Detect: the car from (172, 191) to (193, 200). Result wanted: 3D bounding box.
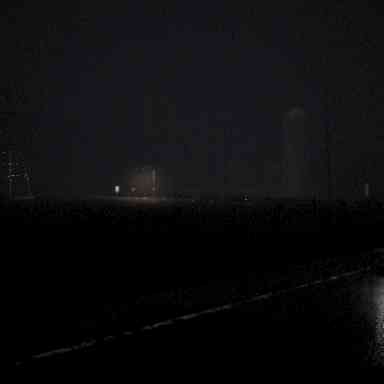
[{"bbox_3d":[-1.938,0.747,68.211,2.033,1.411,5.357,-1,1,-36],"label":"car"}]

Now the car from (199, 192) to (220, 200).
[{"bbox_3d":[3.383,0.777,65.598,2.097,1.767,4.553,-1,1,-35],"label":"car"}]

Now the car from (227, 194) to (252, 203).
[{"bbox_3d":[7.753,1.070,54.643,1.837,1.490,4.892,-1,1,-36],"label":"car"}]

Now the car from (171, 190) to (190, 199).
[{"bbox_3d":[-2.620,0.547,73.852,2.097,1.767,4.553,-1,1,-36],"label":"car"}]
